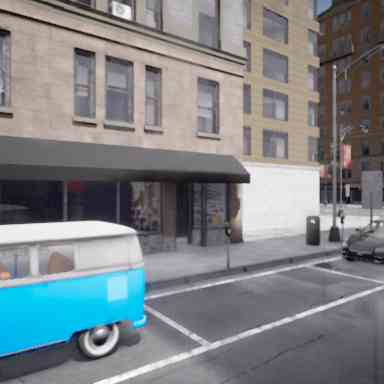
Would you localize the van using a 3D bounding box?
[{"bbox_3d":[-2.573,1.341,4.354,3.998,1.788,1.690,0,0,-35],"label":"van"}]

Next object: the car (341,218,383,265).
[{"bbox_3d":[6.650,1.549,10.924,4.403,1.369,2.008,0,0,-35],"label":"car"}]
